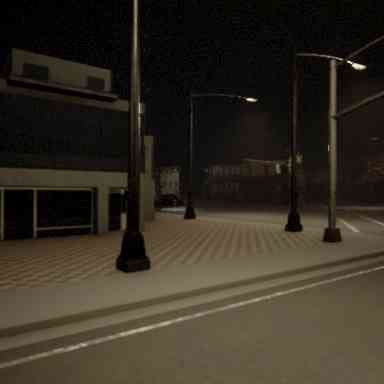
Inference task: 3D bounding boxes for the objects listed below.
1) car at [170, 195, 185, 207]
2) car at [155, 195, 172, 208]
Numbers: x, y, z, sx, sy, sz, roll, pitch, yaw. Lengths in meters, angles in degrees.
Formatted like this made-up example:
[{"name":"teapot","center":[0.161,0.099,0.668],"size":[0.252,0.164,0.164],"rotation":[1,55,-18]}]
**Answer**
[{"name":"car","center":[-2.899,1.204,48.675],"size":[2.097,1.767,4.553],"rotation":[0,1,-36]},{"name":"car","center":[-5.203,1.454,45.875],"size":[1.895,1.301,4.718],"rotation":[0,1,-36]}]
